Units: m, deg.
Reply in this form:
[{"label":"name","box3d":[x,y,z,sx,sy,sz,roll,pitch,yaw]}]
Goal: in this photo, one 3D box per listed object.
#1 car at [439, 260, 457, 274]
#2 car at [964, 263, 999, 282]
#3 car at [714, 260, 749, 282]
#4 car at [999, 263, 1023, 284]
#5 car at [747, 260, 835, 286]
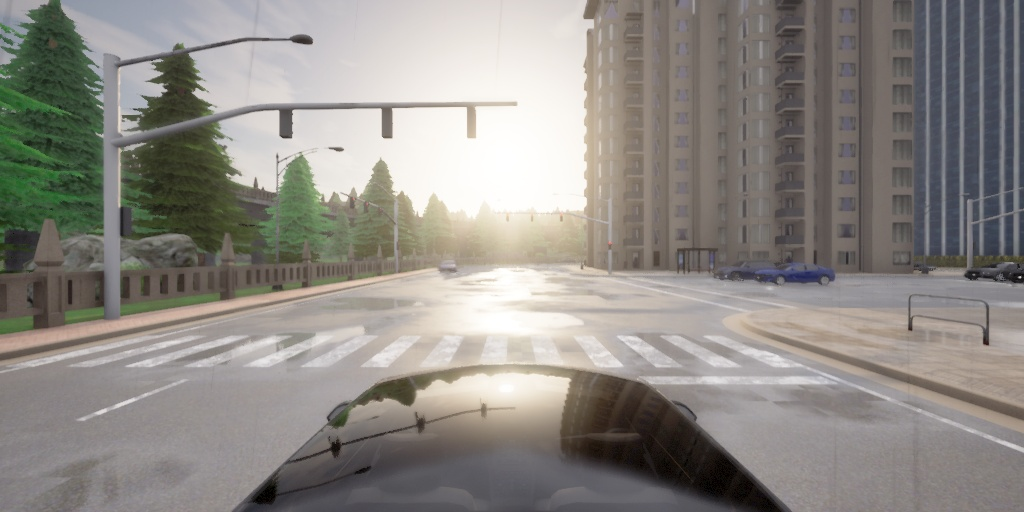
[{"label":"car","box3d":[-7.403,1.258,41.829,1.882,1.535,5.008,0,1,-6]},{"label":"car","box3d":[39.962,1.301,29.158,4.892,1.490,1.837,0,0,0]},{"label":"car","box3d":[18.877,1.145,28.980,4.553,1.767,2.097,0,0,-1]},{"label":"car","box3d":[38.752,1.302,25.654,4.892,1.490,1.837,1,0,0]},{"label":"car","box3d":[19.999,1.272,25.495,5.008,1.535,1.882,0,0,-1]}]
